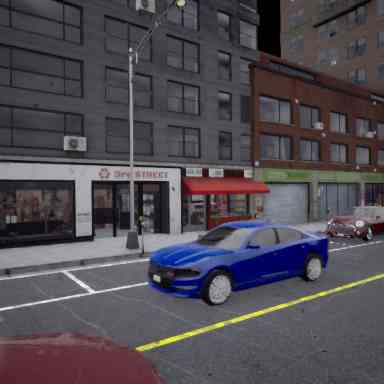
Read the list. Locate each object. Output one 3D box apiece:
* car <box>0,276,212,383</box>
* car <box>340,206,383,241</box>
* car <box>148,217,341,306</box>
[{"bbox_3d":[-2.290,1.526,1.676,4.674,1.442,1.812,0,0,-35],"label":"car"},{"bbox_3d":[8.456,1.435,16.440,4.097,1.590,1.967,0,-1,-35],"label":"car"},{"bbox_3d":[1.325,1.476,8.189,5.008,1.535,1.882,0,0,-35],"label":"car"}]
